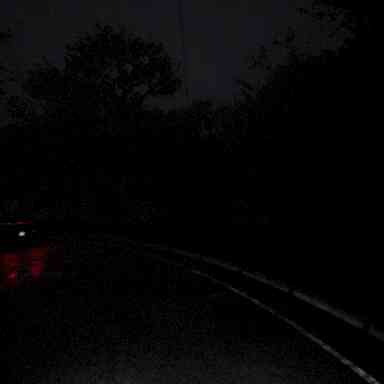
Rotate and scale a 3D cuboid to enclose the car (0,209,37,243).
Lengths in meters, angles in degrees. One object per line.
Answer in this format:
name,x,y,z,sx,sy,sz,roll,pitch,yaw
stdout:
car,-8.960,1.466,14.564,4.902,1.511,2.128,0,0,29
